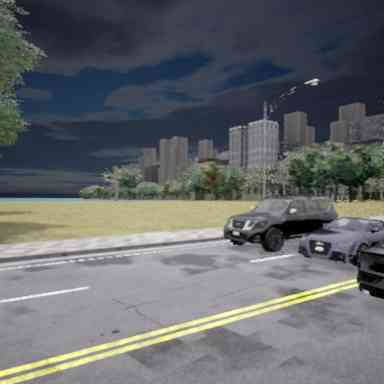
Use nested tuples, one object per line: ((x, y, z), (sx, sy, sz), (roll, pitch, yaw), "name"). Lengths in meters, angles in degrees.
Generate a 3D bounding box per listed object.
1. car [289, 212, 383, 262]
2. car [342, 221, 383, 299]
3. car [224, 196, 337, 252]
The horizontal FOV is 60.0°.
((5.577, 1.563, 11.338), (4.181, 1.385, 1.994), (0, 0, -34), "car")
((5.625, 1.476, 7.218), (5.008, 1.535, 1.882), (0, 0, -34), "car")
((3.974, 1.220, 14.177), (5.566, 2.045, 2.150), (0, 0, -34), "car")
